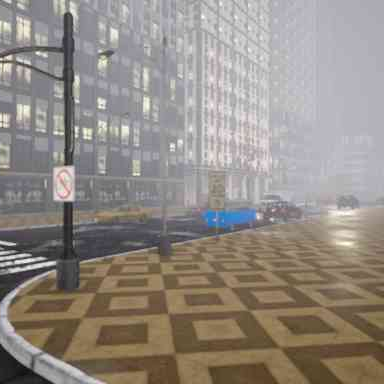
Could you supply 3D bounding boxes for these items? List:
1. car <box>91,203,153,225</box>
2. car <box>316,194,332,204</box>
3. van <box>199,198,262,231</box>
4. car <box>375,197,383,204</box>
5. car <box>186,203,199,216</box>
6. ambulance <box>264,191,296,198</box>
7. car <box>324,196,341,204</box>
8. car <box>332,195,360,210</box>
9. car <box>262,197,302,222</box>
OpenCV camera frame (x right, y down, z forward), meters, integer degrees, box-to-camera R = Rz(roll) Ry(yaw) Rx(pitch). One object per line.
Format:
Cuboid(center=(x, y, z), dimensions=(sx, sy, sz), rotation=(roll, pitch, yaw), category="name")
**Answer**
Cuboid(center=(-4.937, 1.525, 24.103), dimensions=(1.752, 1.417, 4.829), rotation=(0, 0, 38), category="car")
Cuboid(center=(24.950, 1.367, 62.671), dimensions=(2.192, 1.841, 5.009), rotation=(0, 0, 38), category="car")
Cuboid(center=(2.450, 1.360, 20.385), dimensions=(1.690, 1.788, 3.998), rotation=(0, 0, 38), category="van")
Cuboid(center=(37.982, 1.652, 66.672), dimensions=(1.947, 1.339, 4.313), rotation=(0, 0, 38), category="car")
Cuboid(center=(1.175, 1.589, 31.822), dimensions=(1.802, 1.307, 4.206), rotation=(0, 0, 38), category="car")
Cuboid(center=(10.041, 1.051, 39.121), dimensions=(2.351, 2.431, 6.366), rotation=(0, 0, 38), category="ambulance")
Cuboid(center=(28.345, 1.611, 67.077), dimensions=(2.008, 1.369, 4.403), rotation=(0, 0, 38), category="car")
Cuboid(center=(21.002, 1.361, 44.639), dimensions=(2.192, 1.841, 5.009), rotation=(0, 0, 38), category="car")
Cuboid(center=(7.416, 1.464, 27.011), dimensions=(1.967, 1.590, 4.097), rotation=(0, 0, 38), category="car")
